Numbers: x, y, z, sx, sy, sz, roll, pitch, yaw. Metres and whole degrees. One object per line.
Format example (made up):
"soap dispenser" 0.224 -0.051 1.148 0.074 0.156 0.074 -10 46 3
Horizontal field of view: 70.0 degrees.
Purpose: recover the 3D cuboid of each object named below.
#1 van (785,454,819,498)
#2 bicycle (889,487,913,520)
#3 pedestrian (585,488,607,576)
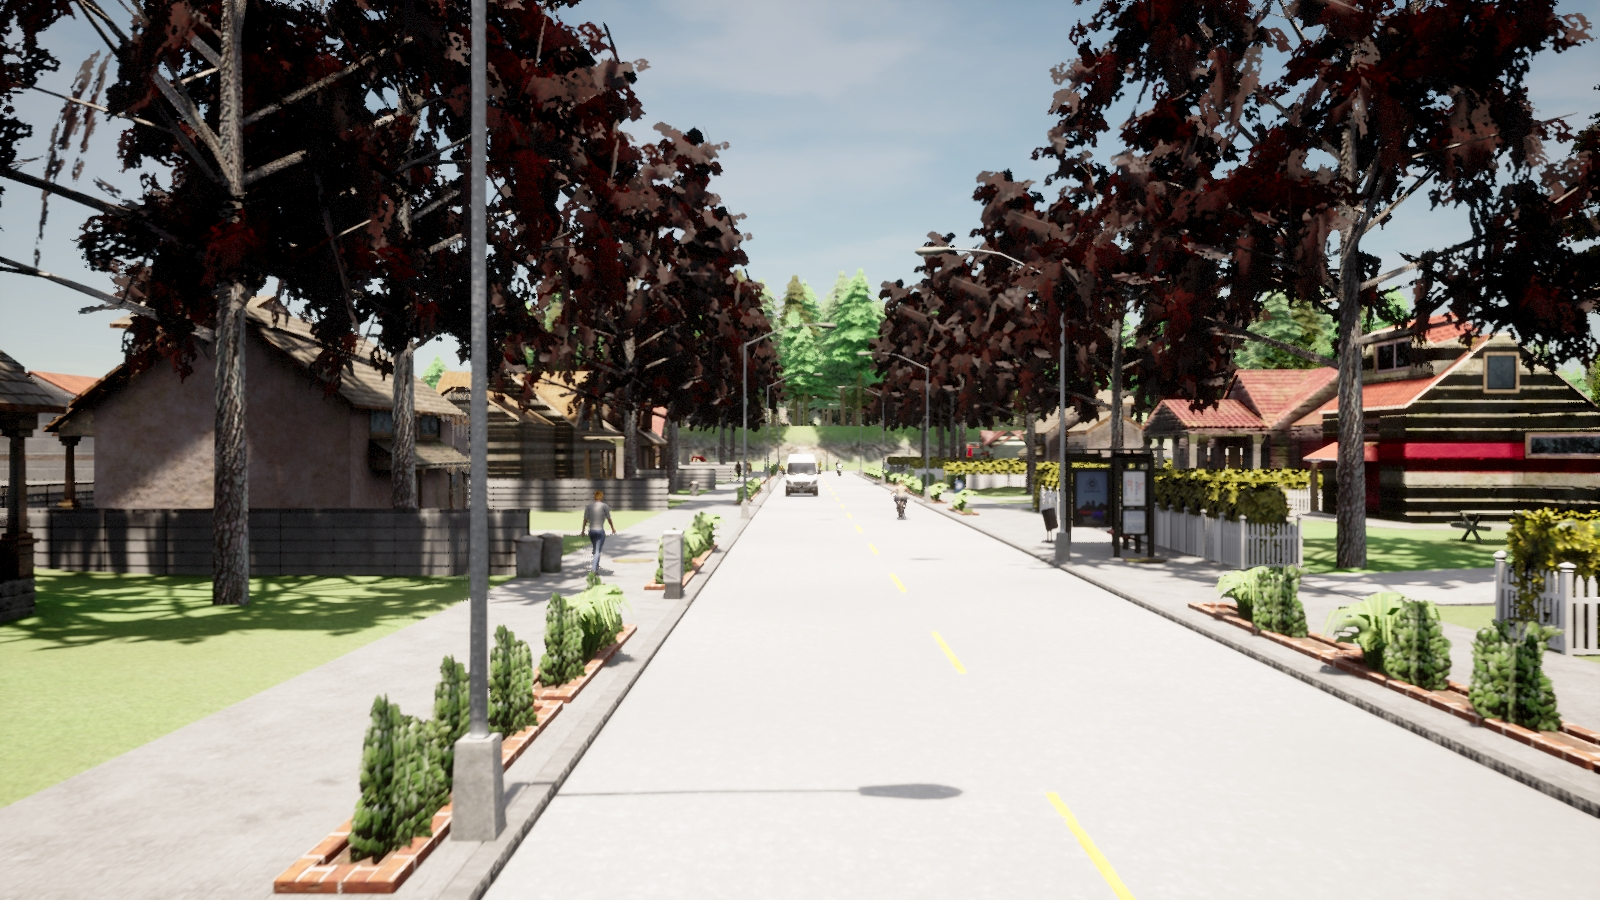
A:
"van" 0.106 1.534 69.546 1.988 2.561 5.915 0 0 0
"bicycle" 4.083 2.158 46.320 0.859 1.276 1.487 0 0 0
"pedestrian" -4.372 1.743 24.517 0.375 1.860 0.375 0 0 7
